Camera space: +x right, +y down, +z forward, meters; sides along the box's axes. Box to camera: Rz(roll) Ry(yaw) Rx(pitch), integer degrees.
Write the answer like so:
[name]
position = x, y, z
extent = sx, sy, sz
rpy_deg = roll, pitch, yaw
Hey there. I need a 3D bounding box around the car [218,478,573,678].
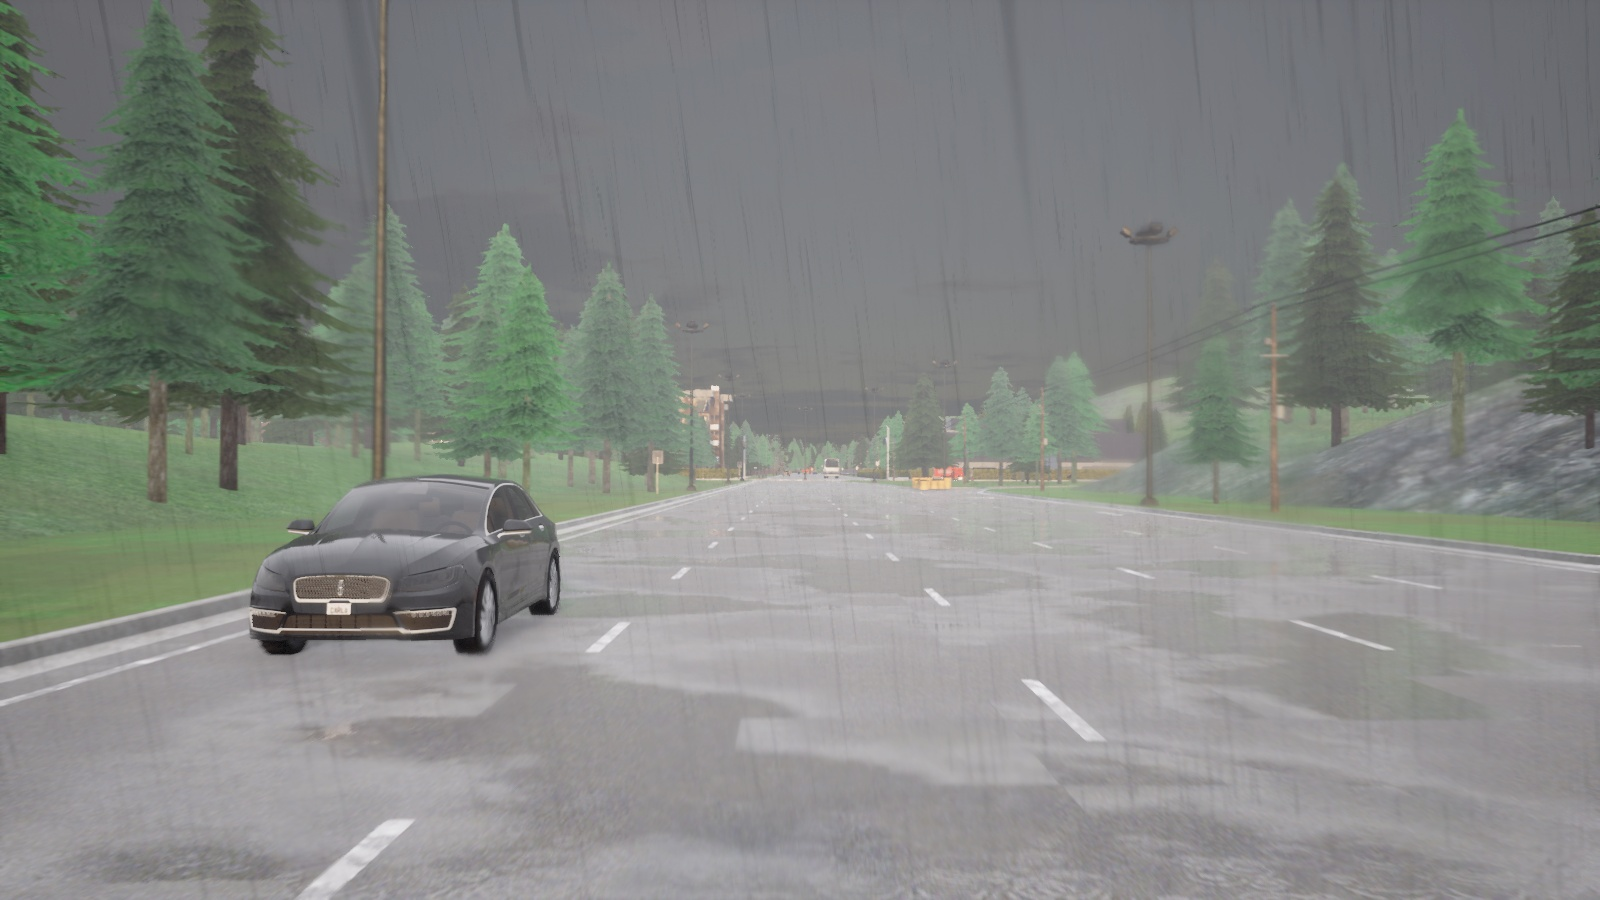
[car]
position = -3.529, 1.035, 12.041
extent = 1.837, 1.490, 4.892
rpy_deg = 0, -1, 0
